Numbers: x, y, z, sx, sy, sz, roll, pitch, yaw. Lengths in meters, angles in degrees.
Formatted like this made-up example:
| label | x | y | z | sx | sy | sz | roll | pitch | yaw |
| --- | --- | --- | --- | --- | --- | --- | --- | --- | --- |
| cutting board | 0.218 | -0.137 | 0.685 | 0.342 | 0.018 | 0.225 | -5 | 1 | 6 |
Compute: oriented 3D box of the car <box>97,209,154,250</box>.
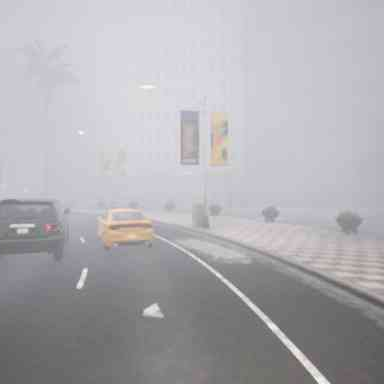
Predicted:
| label | x | y | z | sx | sy | sz | roll | pitch | yaw |
| --- | --- | --- | --- | --- | --- | --- | --- | --- | --- |
| car | -3.011 | 1.459 | 14.477 | 1.882 | 1.535 | 5.008 | 0 | 0 | -19 |

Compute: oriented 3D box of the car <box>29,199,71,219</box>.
| label | x | y | z | sx | sy | sz | roll | pitch | yaw |
| --- | --- | --- | --- | --- | --- | --- | --- | --- | --- |
| car | -12.803 | 1.487 | 29.833 | 1.882 | 1.535 | 5.008 | 0 | 0 | -43 |

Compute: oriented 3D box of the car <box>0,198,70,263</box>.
| label | x | y | z | sx | sy | sz | roll | pitch | yaw |
| --- | --- | --- | --- | --- | --- | --- | --- | --- | --- |
| car | -5.798 | 1.229 | 12.256 | 2.150 | 2.045 | 5.566 | 0 | 0 | -19 |
